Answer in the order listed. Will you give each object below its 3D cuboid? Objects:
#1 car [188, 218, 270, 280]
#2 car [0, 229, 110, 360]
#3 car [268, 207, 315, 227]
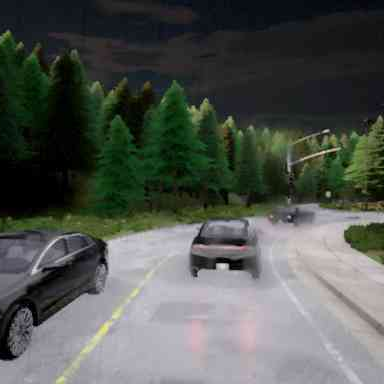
[{"bbox_3d":[1.088,1.533,10.161,2.128,1.511,4.902,0,0,9],"label":"car"},{"bbox_3d":[-3.065,1.501,6.104,2.128,1.511,4.902,0,0,6],"label":"car"},{"bbox_3d":[7.308,1.714,24.089,1.895,1.301,4.718,0,0,38],"label":"car"}]
